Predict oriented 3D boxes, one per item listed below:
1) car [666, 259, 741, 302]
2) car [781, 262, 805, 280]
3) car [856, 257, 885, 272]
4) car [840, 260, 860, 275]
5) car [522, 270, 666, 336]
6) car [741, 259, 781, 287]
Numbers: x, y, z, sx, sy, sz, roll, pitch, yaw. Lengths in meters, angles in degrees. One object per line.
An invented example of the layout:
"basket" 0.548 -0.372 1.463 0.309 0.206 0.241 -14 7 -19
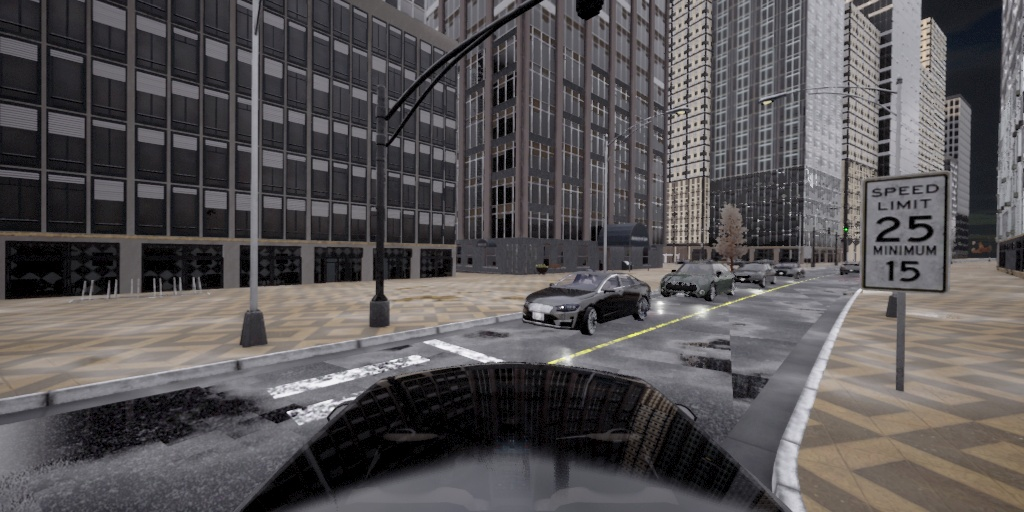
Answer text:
"car" 8.759 1.044 16.809 4.553 1.767 2.097 0 1 -44
"car" 23.396 1.232 30.511 4.181 1.385 1.994 0 1 -42
"car" 44.247 1.029 44.209 4.553 1.767 2.097 0 1 -39
"car" 34.461 1.187 36.031 4.902 1.511 2.128 0 1 -41
"car" 2.346 1.192 10.429 2.128 1.511 4.902 1 1 44
"car" 15.978 1.185 23.720 4.892 1.490 1.837 0 1 -43
